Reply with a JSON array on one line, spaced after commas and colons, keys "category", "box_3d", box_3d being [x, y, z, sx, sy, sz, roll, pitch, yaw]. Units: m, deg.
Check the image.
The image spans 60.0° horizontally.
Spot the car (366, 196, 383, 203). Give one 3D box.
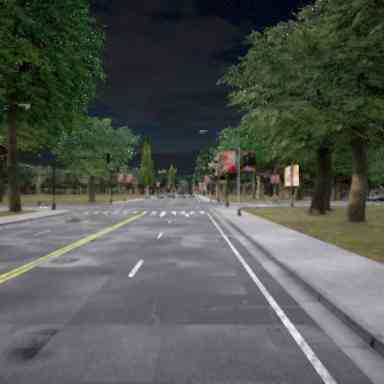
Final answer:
[{"category": "car", "box_3d": [40.829, 1.512, 73.240, 5.008, 1.535, 1.882, 0, 0, -23]}]
